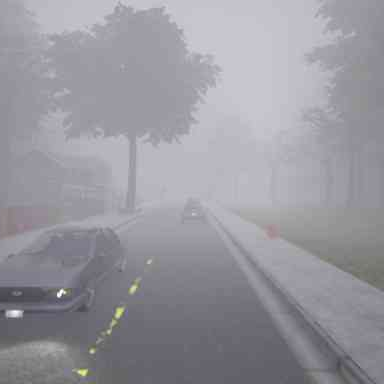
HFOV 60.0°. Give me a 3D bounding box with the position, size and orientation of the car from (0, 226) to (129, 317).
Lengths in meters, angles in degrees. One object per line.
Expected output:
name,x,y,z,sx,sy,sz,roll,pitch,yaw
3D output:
car,-2.810,1.552,7.956,2.033,1.411,5.357,0,0,0

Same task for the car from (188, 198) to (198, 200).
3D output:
car,0.128,1.506,42.820,1.837,1.490,4.892,0,0,0

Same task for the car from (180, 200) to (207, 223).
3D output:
car,0.118,1.572,25.904,1.994,1.385,4.181,0,0,0
